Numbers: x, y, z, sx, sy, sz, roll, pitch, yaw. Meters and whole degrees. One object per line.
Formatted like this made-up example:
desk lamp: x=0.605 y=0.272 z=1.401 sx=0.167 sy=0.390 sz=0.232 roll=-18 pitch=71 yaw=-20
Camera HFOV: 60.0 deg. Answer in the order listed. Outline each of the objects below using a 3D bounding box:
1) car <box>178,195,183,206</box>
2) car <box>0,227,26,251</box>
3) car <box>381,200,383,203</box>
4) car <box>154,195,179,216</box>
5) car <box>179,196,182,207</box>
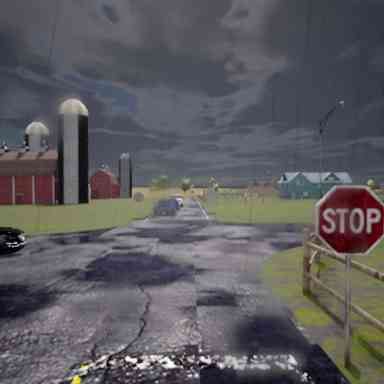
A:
car: x=-2.713 y=1.469 z=55.576 sx=2.150 sy=2.045 sz=5.566 roll=0 pitch=-1 yaw=1
car: x=-9.592 y=1.811 z=13.759 sx=4.892 sy=1.490 sz=1.837 roll=-1 pitch=1 yaw=-10
car: x=11.263 y=1.306 z=20.871 sx=4.892 sy=1.490 sz=1.837 roll=-1 pitch=1 yaw=-13
car: x=-2.766 y=1.505 z=34.808 sx=2.097 sy=1.767 sz=4.553 roll=0 pitch=0 yaw=0
car: x=-2.742 y=1.676 z=45.079 sx=1.882 sy=1.535 sz=5.008 roll=0 pitch=0 yaw=1
